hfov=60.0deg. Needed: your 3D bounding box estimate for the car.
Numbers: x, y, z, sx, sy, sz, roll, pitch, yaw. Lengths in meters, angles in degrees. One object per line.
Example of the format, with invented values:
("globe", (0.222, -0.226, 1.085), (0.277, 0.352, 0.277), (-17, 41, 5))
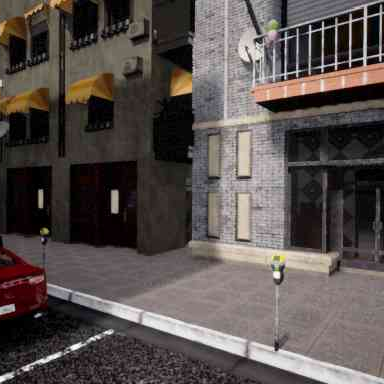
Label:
("car", (-4.460, 1.544, 6.051), (4.507, 1.381, 1.887), (0, 1, 36))
